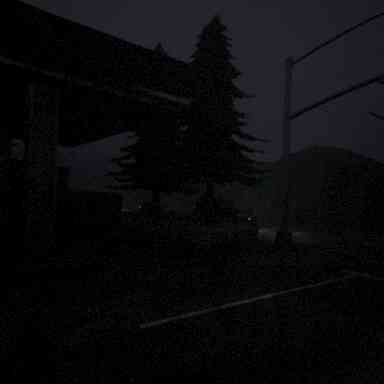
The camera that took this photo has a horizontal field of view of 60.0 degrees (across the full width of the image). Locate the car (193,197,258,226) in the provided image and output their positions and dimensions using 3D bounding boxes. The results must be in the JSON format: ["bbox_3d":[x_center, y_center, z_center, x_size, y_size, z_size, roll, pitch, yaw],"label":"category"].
[{"bbox_3d":[2.320,1.422,24.703,2.150,2.045,5.566,2,0,-36],"label":"car"}]

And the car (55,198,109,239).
[{"bbox_3d":[-5.845,1.295,17.338,1.905,1.878,3.866,2,0,-36],"label":"car"}]

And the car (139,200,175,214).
[{"bbox_3d":[-3.489,1.518,32.880,2.128,1.511,4.902,2,0,-35],"label":"car"}]
